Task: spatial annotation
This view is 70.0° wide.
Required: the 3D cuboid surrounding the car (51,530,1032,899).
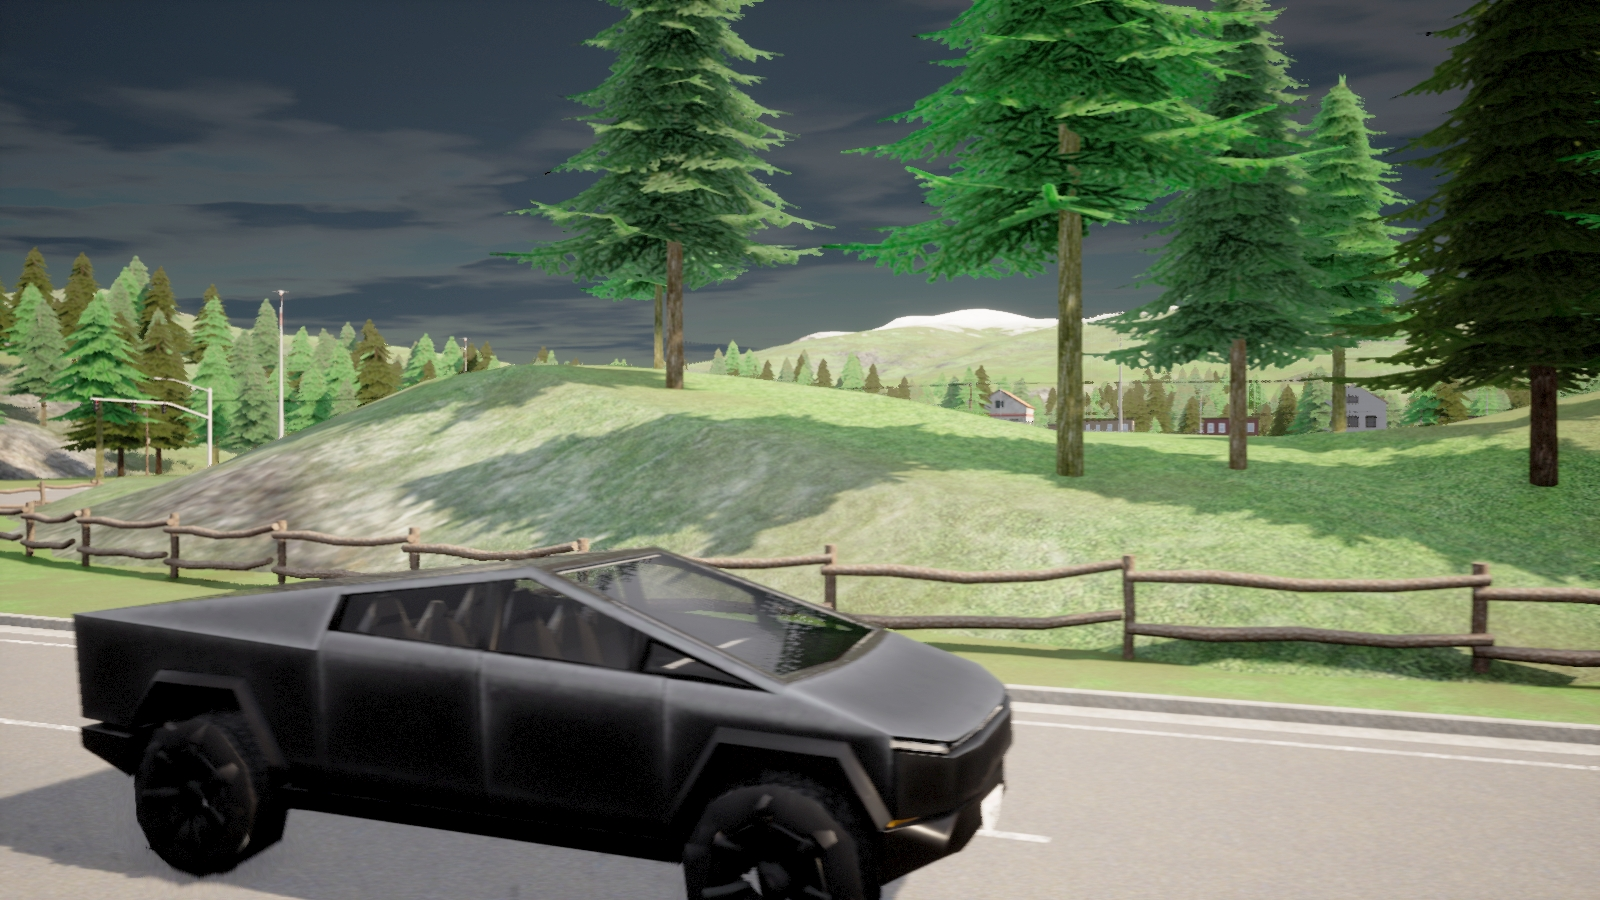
[{"bbox_3d":[-1.772,1.752,7.808,6.274,2.098,2.390,0,0,21],"label":"car"}]
